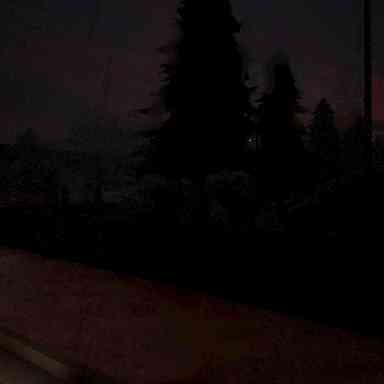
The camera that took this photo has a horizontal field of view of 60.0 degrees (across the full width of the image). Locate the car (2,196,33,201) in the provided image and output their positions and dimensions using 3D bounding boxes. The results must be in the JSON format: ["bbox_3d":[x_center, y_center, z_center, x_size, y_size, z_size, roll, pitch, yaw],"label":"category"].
[{"bbox_3d":[-22.745,1.598,44.359,1.994,1.385,4.181,0,0,36],"label":"car"}]

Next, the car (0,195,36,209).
[{"bbox_3d":[-24.965,1.389,47.259,2.097,1.767,4.553,0,0,36],"label":"car"}]

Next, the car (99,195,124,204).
[{"bbox_3d":[-14.772,1.292,61.469,1.994,1.385,4.181,0,3,36],"label":"car"}]

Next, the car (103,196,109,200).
[{"bbox_3d":[-12.757,1.267,58.298,1.882,1.535,5.008,0,2,36],"label":"car"}]
